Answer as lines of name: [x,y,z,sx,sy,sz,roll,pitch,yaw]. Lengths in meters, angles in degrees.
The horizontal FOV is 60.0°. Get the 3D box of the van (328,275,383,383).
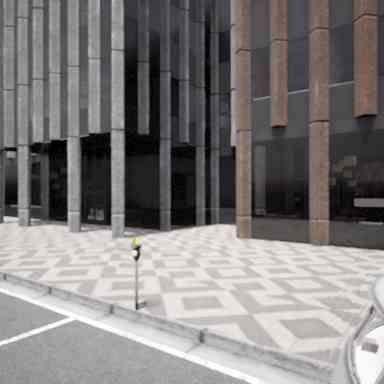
van: [2.542,1.342,1.144,3.998,1.788,1.690,0,0,36]
